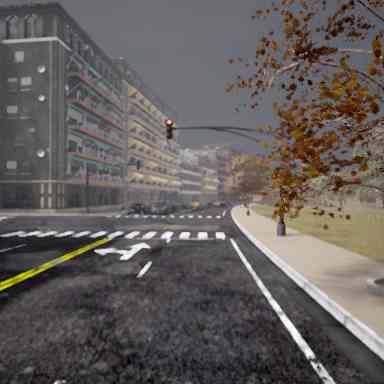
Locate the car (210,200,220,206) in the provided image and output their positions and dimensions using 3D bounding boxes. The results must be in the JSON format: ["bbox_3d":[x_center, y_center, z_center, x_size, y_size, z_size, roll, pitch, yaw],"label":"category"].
[{"bbox_3d":[5.849,2.836,85.136,1.882,1.535,5.008,0,-1,13],"label":"car"}]

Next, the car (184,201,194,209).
[{"bbox_3d":[-1.441,2.539,63.397,2.033,1.411,5.357,0,-1,9],"label":"car"}]

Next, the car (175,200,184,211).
[{"bbox_3d":[-2.962,2.409,53.071,1.895,1.301,4.718,0,-1,8],"label":"car"}]

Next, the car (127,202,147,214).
[{"bbox_3d":[-7.266,2.159,44.429,1.837,1.490,4.892,0,-1,6],"label":"car"}]

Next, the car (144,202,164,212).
[{"bbox_3d":[-6.097,2.371,54.103,2.033,1.411,5.357,0,-1,7],"label":"car"}]

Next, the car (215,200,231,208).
[{"bbox_3d":[7.041,2.741,74.423,2.033,1.411,5.357,0,-1,11],"label":"car"}]

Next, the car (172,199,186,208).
[{"bbox_3d":[-2.896,2.537,74.253,2.097,1.767,4.553,0,-1,10],"label":"car"}]

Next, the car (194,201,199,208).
[{"bbox_3d":[0.278,2.653,73.536,1.882,1.535,5.008,0,-1,10],"label":"car"}]

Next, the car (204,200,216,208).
[{"bbox_3d":[3.837,2.733,74.972,2.128,1.511,4.902,0,-1,11],"label":"car"}]

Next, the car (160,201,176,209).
[{"bbox_3d":[-4.569,2.554,64.386,2.033,1.411,5.357,0,-1,9],"label":"car"}]

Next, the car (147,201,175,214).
[{"bbox_3d":[-4.026,2.004,44.147,2.097,1.767,4.553,0,-1,6],"label":"car"}]
